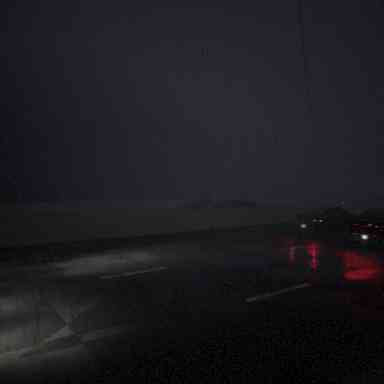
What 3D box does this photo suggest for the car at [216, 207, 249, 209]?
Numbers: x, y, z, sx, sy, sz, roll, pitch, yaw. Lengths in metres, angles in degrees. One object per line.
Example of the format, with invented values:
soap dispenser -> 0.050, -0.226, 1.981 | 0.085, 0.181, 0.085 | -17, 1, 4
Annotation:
car -> 3.965, 1.451, 28.351 | 4.892, 1.490, 1.837 | 0, 0, -36

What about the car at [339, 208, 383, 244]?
car -> 8.609, 1.463, 14.192 | 4.892, 1.490, 1.837 | 0, 0, -36

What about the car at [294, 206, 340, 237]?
car -> 7.315, 1.482, 17.569 | 4.674, 1.442, 1.812 | 0, 0, -36

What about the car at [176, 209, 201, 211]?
car -> 0.623, 1.434, 34.574 | 4.902, 1.511, 2.128 | 0, 0, -36
